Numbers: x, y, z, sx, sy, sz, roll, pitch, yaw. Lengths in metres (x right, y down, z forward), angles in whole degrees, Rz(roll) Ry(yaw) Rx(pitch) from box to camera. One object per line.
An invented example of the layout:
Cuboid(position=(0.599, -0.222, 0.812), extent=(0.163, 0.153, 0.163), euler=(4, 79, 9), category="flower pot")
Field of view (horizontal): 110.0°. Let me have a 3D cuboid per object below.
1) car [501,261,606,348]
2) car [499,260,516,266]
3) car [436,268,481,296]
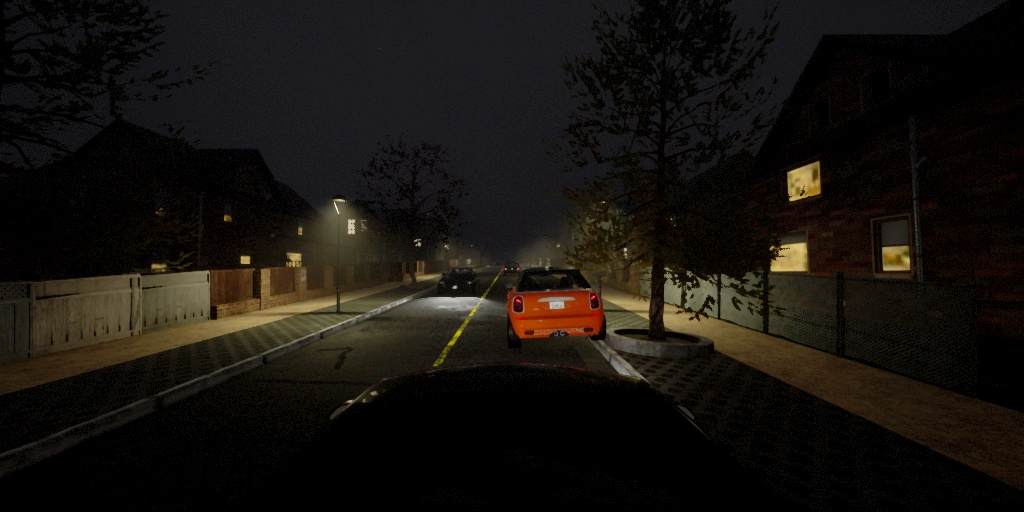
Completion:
Cuboid(position=(0.910, 1.060, 9.434), extent=(2.097, 1.767, 4.553), euler=(-3, -1, 0), category="car")
Cuboid(position=(0.018, 1.359, 38.211), extent=(2.033, 1.411, 5.357), euler=(0, 0, 0), category="car")
Cuboid(position=(-2.779, 1.339, 19.495), extent=(1.994, 1.385, 4.181), euler=(0, 0, 0), category="car")
